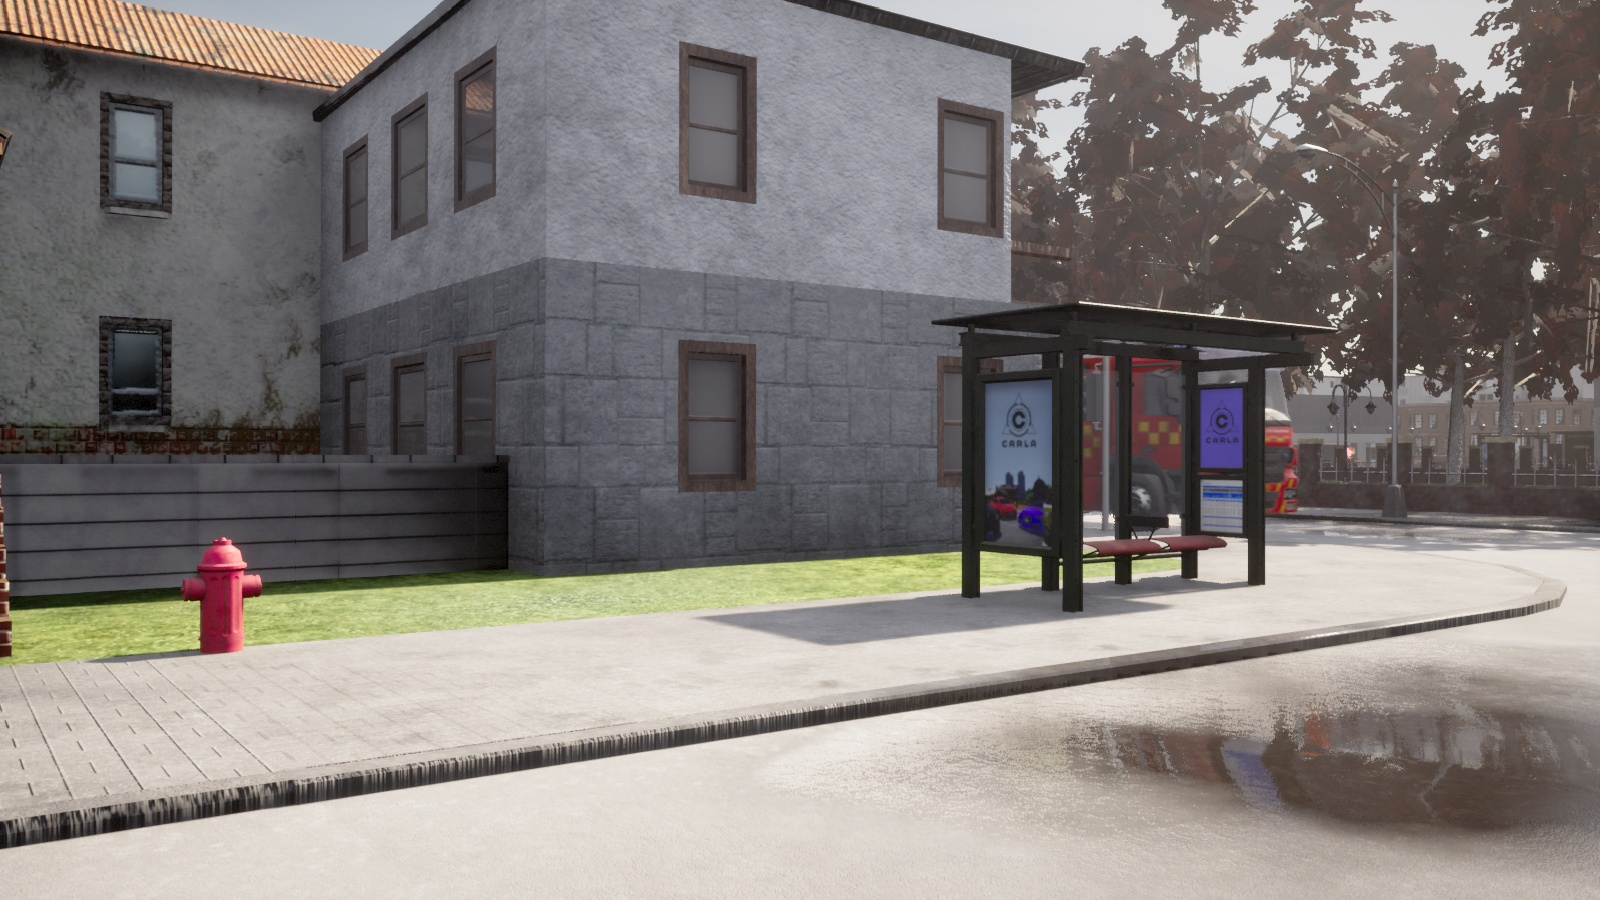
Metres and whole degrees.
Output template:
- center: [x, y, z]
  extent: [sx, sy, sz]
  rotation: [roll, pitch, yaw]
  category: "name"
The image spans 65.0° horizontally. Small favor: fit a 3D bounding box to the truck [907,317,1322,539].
- center: [6.057, -0.369, 25.937]
  extent: [2.891, 3.827, 8.468]
  rotation: [0, 0, -35]
  category: "truck"
